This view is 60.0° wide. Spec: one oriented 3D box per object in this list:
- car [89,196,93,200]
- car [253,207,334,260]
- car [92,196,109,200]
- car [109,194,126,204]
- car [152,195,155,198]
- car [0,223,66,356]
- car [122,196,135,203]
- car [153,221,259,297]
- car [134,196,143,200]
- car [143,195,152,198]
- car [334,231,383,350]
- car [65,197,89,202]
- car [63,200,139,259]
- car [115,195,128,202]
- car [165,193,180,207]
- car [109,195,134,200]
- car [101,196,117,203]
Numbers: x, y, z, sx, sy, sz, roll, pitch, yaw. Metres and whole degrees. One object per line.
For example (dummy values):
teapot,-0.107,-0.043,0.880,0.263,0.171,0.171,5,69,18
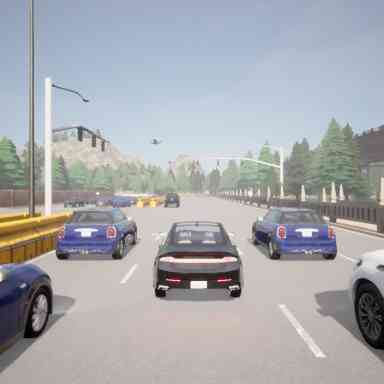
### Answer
car,-17.337,1.505,58.808,1.837,1.490,4.892,0,0,1
car,3.647,1.352,12.653,2.097,1.767,4.553,0,0,0
car,-13.864,1.526,52.983,1.812,1.442,4.674,0,0,1
car,-13.807,1.352,62.126,2.097,1.767,4.553,0,0,1
car,-10.179,1.520,81.364,1.812,1.442,4.674,0,0,0
car,-3.383,1.352,3.759,2.097,1.767,4.553,0,0,0
car,-13.715,1.553,72.146,1.994,1.385,4.181,0,0,0
car,0.132,1.492,8.540,2.128,1.511,4.902,0,0,0
car,-10.348,1.526,58.334,1.812,1.442,4.674,0,0,1
car,-10.230,1.493,68.525,2.128,1.511,4.902,0,0,0
car,3.615,1.221,3.068,2.150,2.045,5.566,0,0,0
car,-17.411,1.505,49.395,1.837,1.490,4.892,0,0,1
car,-3.401,1.352,12.675,2.097,1.767,4.553,0,0,-1
car,-17.180,1.537,80.976,2.033,1.411,5.357,0,0,0
car,-3.089,1.223,52.558,2.150,2.045,5.566,0,0,-2
car,-10.393,1.478,49.267,1.882,1.535,5.008,0,0,0
car,-17.227,1.525,69.235,2.128,1.511,4.902,0,0,0
